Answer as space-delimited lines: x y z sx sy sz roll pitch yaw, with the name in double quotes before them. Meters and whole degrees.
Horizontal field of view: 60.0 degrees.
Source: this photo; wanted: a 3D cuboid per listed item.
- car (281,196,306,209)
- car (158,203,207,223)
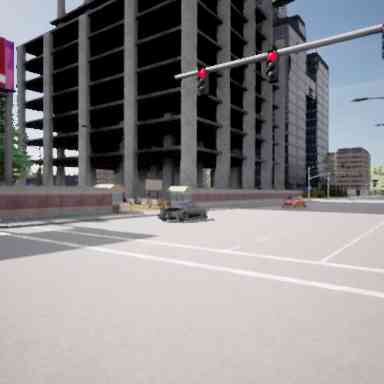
"car" 13.705 1.268 44.843 2.097 1.767 4.553 0 0 36
"car" -0.623 1.502 24.990 1.994 1.385 4.181 0 0 36
